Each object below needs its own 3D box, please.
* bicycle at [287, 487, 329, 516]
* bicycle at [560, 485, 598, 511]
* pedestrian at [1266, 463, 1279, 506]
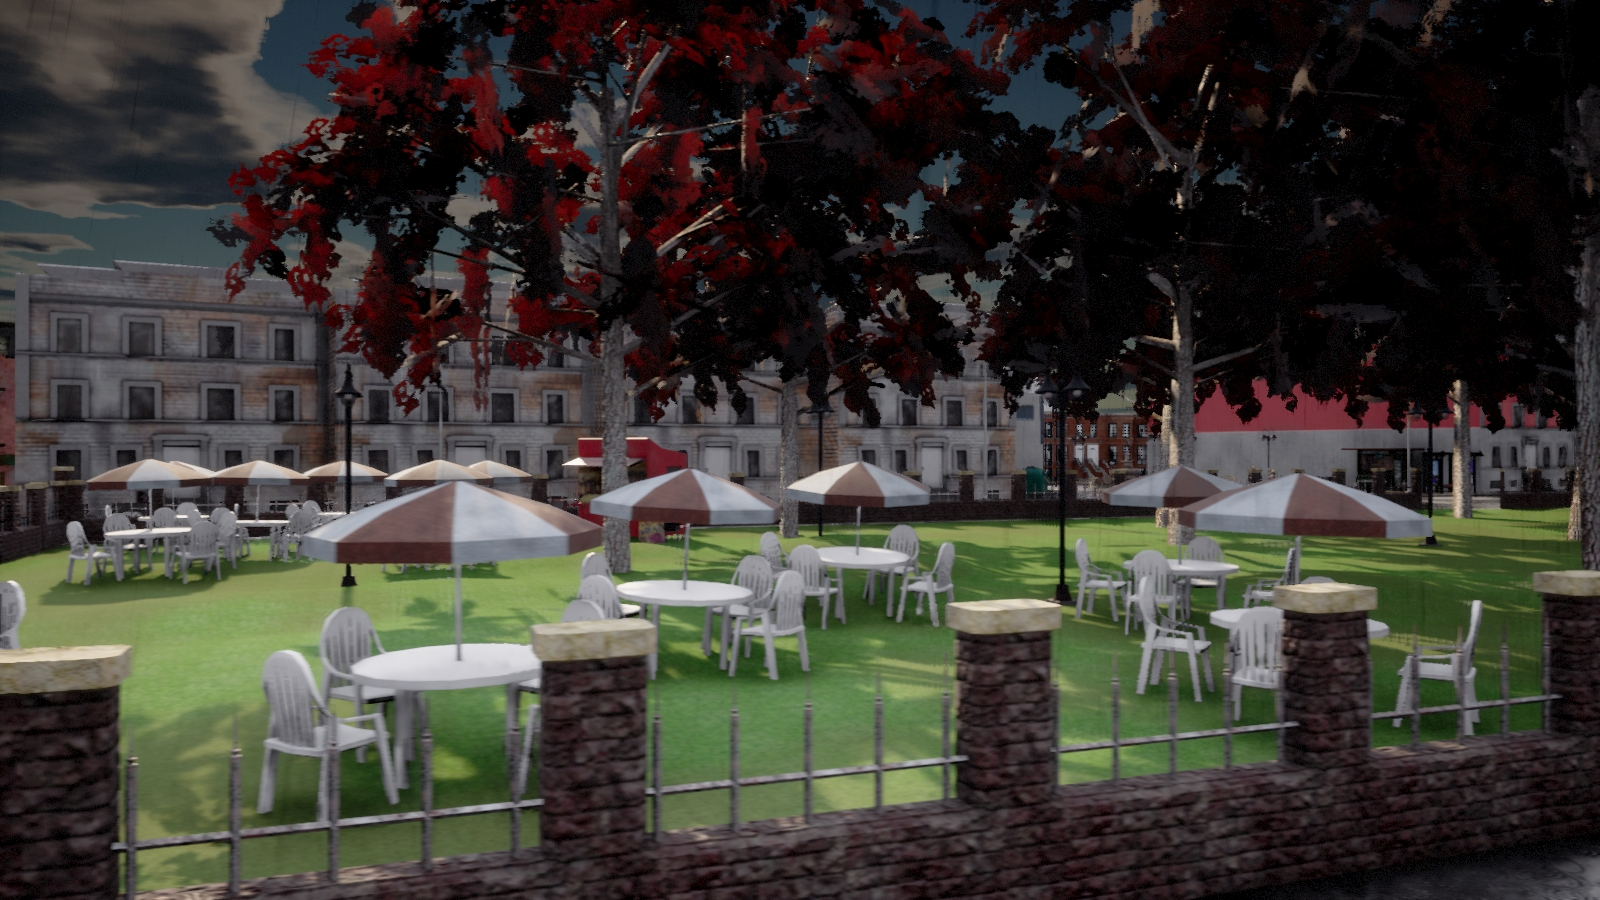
[{"bbox_3d":[-19.347,2.036,44.944,1.487,1.080,0.859,0,0,-21],"label":"bicycle"},{"bbox_3d":[-9.405,2.036,48.543,1.487,1.080,0.859,0,0,-20],"label":"bicycle"},{"bbox_3d":[20.752,1.525,50.228,0.375,1.860,0.375,0,0,-20],"label":"pedestrian"}]
